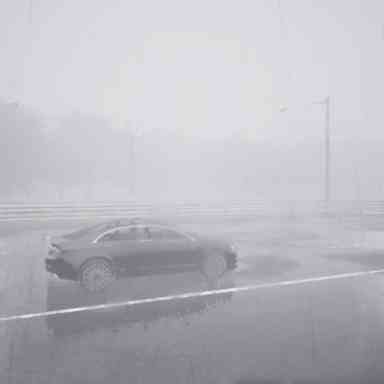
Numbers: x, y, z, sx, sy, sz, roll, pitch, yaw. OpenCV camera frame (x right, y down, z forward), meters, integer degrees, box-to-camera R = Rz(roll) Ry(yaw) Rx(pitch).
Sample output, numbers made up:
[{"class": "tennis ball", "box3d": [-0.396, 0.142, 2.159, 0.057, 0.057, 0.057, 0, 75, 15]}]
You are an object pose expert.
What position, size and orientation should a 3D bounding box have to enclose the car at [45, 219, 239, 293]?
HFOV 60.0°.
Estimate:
[{"class": "car", "box3d": [-1.128, 1.459, 8.609, 4.902, 1.511, 2.128, 0, 0, -22]}]
